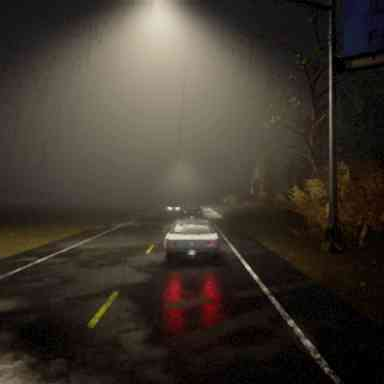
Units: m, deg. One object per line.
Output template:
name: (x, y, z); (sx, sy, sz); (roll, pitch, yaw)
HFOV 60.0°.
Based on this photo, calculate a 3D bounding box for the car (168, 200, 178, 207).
car: (-3.537, 2.293, 64.572); (1.895, 1.301, 4.718); (0, -1, 1)

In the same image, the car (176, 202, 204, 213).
car: (0.010, 1.800, 28.494); (2.128, 1.511, 4.902); (0, 0, 0)

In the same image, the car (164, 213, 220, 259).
car: (0.011, 1.745, 13.238); (1.895, 1.301, 4.718); (0, -1, 0)

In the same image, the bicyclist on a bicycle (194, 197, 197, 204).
bicyclist on a bicycle: (0.936, 2.355, 91.972); (0.659, 1.776, 1.843); (0, 0, 0)
